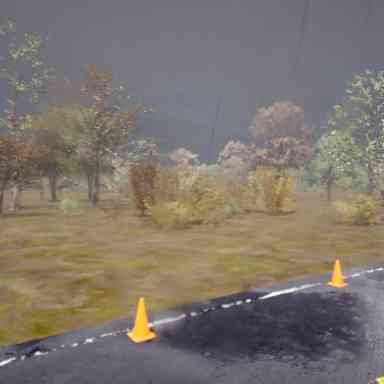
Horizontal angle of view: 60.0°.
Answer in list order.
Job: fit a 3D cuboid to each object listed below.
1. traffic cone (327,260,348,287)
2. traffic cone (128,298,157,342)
[{"bbox_3d":[3.482,1.917,7.946,0.340,0.580,0.340,0,0,-32],"label":"traffic cone"},{"bbox_3d":[-0.773,1.933,5.150,0.340,0.580,0.340,0,0,-34],"label":"traffic cone"}]
